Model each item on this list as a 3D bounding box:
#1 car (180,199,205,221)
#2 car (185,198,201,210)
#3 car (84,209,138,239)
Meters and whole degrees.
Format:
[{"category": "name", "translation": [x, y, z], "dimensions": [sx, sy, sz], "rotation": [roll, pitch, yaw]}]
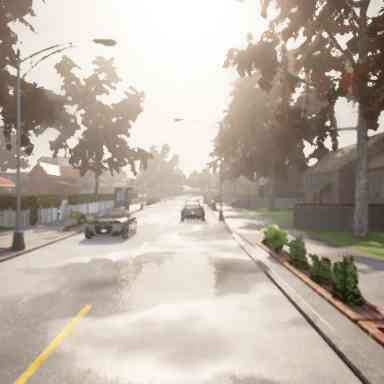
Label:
[{"category": "car", "translation": [0.078, 1.559, 27.556], "dimensions": [1.994, 1.385, 4.181], "rotation": [0, 0, 0]}, {"category": "car", "translation": [0.098, 1.555, 44.361], "dimensions": [1.994, 1.385, 4.181], "rotation": [0, 0, 0]}, {"category": "car", "translation": [-4.003, 1.562, 17.024], "dimensions": [1.994, 1.385, 4.181], "rotation": [0, 0, 0]}]
